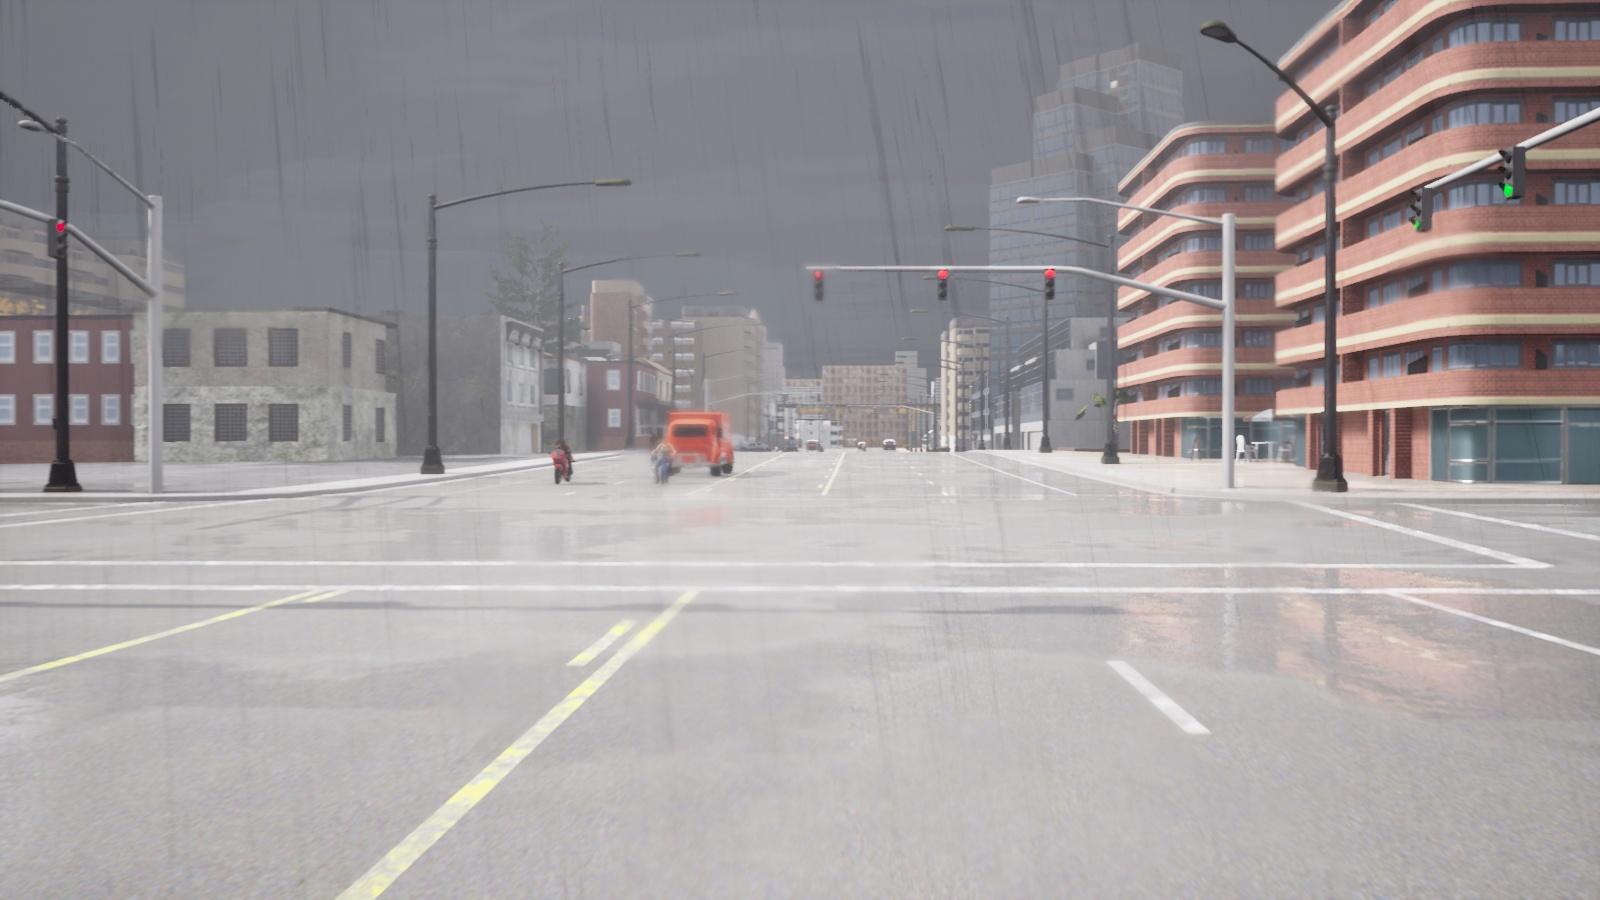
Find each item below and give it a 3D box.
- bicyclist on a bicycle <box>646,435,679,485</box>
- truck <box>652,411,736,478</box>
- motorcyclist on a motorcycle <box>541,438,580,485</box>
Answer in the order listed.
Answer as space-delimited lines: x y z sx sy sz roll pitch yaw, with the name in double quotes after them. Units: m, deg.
-4.520 0.319 41.395 0.866 1.612 1.509 0 1 2 "bicyclist on a bicycle"
-4.083 -0.259 49.446 2.627 2.467 5.204 0 1 3 "truck"
-7.943 0.360 41.694 0.797 1.523 2.044 0 1 3 "motorcyclist on a motorcycle"
